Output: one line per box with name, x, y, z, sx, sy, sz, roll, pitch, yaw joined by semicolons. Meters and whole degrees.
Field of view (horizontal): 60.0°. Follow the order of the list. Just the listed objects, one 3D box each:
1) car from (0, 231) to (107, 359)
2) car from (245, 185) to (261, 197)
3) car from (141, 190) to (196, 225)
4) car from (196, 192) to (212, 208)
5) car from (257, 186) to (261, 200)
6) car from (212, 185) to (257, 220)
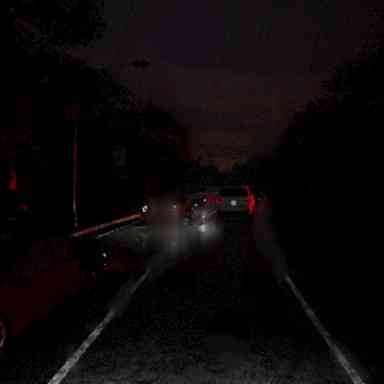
car;-3.158;1.443;5.765;2.033;1.411;5.357;0;1;6
car;8.635;-0.167;47.109;2.128;1.511;4.902;0;2;11
car;-1.332;0.807;18.991;2.097;1.767;4.553;0;2;11
car;0.826;0.667;29.232;1.895;1.301;4.718;0;2;13
car;6.199;0.300;36.389;2.033;1.411;5.357;0;2;13
car;2.877;0.561;21.363;2.150;2.045;5.566;0;2;12
